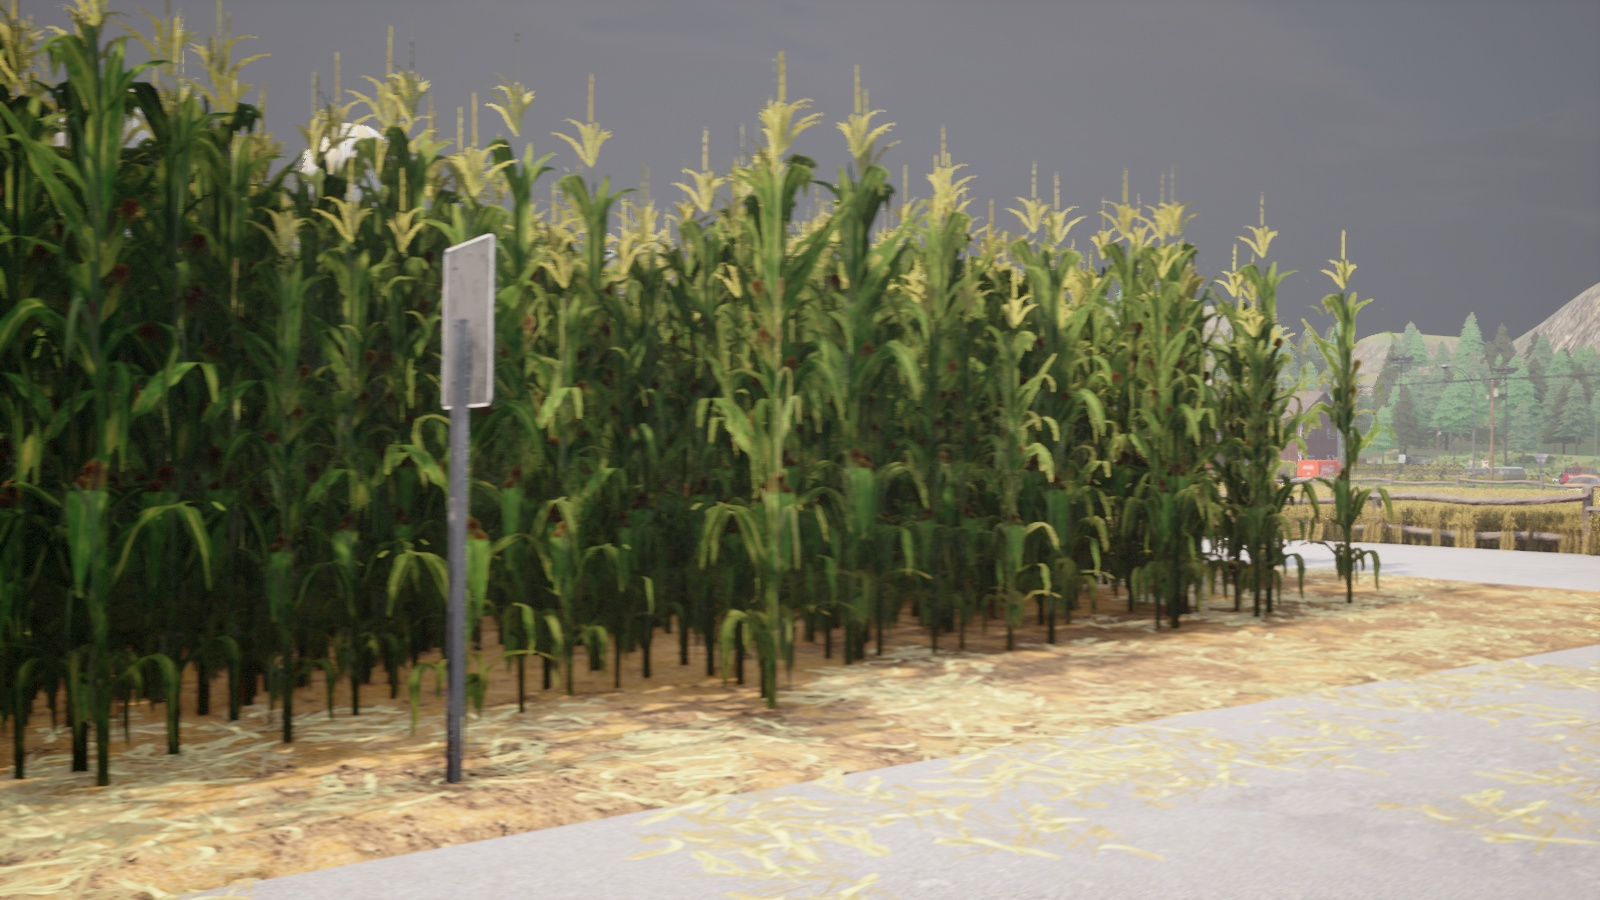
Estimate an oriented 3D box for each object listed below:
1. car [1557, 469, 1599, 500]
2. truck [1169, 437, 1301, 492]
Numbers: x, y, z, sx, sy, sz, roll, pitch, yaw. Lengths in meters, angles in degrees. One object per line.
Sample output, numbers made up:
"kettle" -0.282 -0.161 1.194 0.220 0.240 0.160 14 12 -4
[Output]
"car" 41.812 1.810 66.875 1.801 1.575 5.366 0 -1 40
"truck" 28.457 0.931 82.501 2.891 3.462 7.936 1 -1 -35
